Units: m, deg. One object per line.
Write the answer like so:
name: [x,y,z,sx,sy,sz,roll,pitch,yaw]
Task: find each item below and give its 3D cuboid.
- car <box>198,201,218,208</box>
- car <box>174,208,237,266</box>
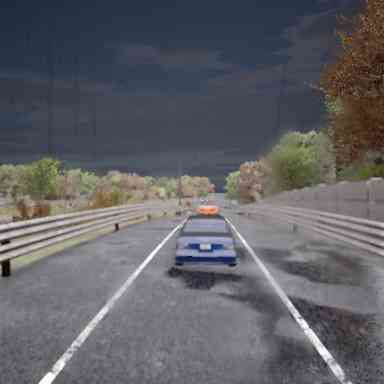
car: [1.673,1.774,35.300,2.097,1.767,4.553,0,-2,3]
car: [0.471,1.476,11.237,2.033,1.411,5.357,0,0,3]
